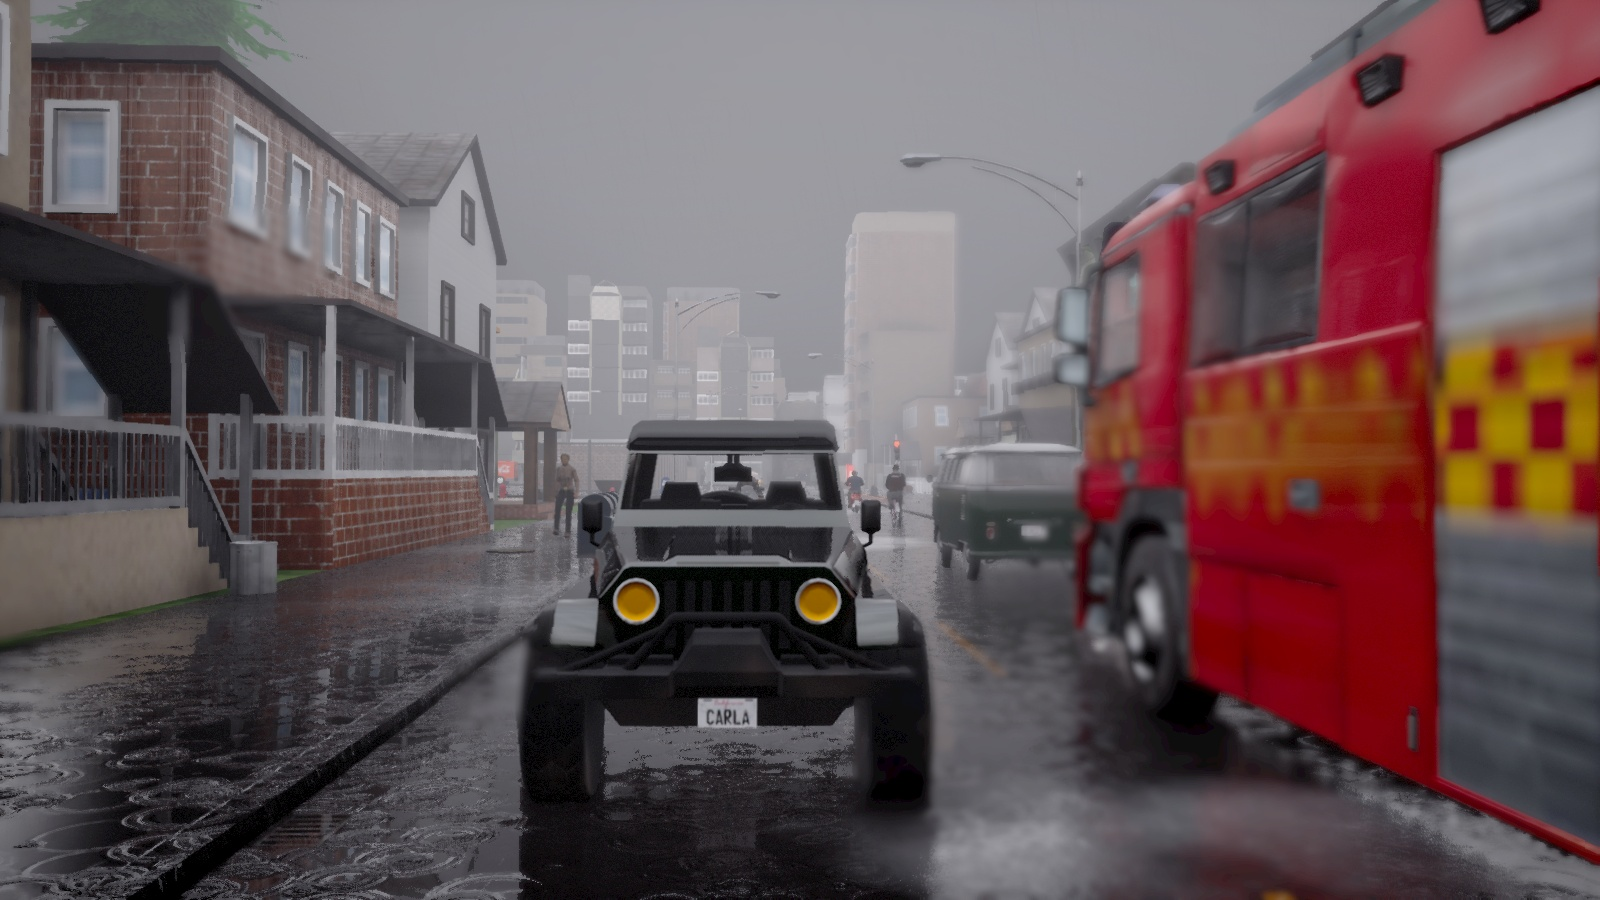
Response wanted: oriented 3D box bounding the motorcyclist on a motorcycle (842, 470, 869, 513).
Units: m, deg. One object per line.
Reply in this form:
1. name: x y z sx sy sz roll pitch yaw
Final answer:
1. motorcyclist on a motorcycle: 2.097 1.561 47.813 0.866 1.590 1.817 0 -1 -3

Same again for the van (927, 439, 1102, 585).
1. van: 3.162 0.880 19.414 1.775 1.987 4.442 0 -1 -2

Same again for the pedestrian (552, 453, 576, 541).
1. pedestrian: -5.007 0.991 26.668 0.331 1.846 0.634 0 -1 7

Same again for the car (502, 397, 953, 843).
1. car: -0.380 0.732 7.263 1.905 1.878 3.866 0 -1 -2

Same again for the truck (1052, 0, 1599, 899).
1. truck: 3.674 -0.267 5.831 2.891 3.827 8.468 0 -1 -3
